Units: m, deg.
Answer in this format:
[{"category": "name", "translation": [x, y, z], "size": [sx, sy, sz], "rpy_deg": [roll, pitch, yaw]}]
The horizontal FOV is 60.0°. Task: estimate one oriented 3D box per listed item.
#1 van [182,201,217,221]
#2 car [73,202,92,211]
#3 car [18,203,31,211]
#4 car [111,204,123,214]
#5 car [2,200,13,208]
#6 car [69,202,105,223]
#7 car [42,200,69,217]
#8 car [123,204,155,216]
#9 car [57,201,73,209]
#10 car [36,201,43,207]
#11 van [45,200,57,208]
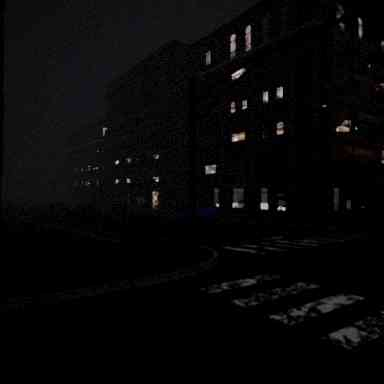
[{"category": "van", "translation": [0.624, 1.762, 31.207], "size": [1.690, 1.788, 3.998], "rpy_deg": [-1, 0, -36]}, {"category": "car", "translation": [-19.418, 2.507, 58.696], "size": [1.752, 1.417, 4.829], "rpy_deg": [-1, 0, -36]}, {"category": "car", "translation": [-29.263, 2.557, 58.131], "size": [1.752, 1.417, 4.829], "rpy_deg": [-1, 0, -36]}, {"category": "car", "translation": [-9.413, 2.264, 44.832], "size": [1.947, 1.339, 4.313], "rpy_deg": [-1, 0, -36]}, {"category": "car", "translation": [-42.573, 2.725, 76.571], "size": [2.192, 1.841, 5.009], "rpy_deg": [-1, 0, -36]}, {"category": "car", "translation": [-9.555, 1.914, 30.818], "size": [1.967, 1.590, 4.097], "rpy_deg": [-1, 0, -36]}, {"category": "car", "translation": [-16.158, 2.100, 39.968], "size": [1.967, 1.590, 4.097], "rpy_deg": [-1, 0, -36]}, {"category": "car", "translation": [-6.212, 2.133, 40.395], "size": [1.752, 1.417, 4.829], "rpy_deg": [-1, 0, -36]}, {"category": "car", "translation": [-25.923, 2.606, 67.709], "size": [1.967, 1.590, 4.097], "rpy_deg": [-1, 0, -36]}, {"category": "car", "translation": [-39.127, 3.109, 86.008], "size": [1.947, 1.339, 4.313], "rpy_deg": [-1, 0, -36]}, {"category": "van", "translation": [-32.529, 2.695, 76.860], "size": [1.690, 1.788, 3.998], "rpy_deg": [-1, 0, -36]}]
